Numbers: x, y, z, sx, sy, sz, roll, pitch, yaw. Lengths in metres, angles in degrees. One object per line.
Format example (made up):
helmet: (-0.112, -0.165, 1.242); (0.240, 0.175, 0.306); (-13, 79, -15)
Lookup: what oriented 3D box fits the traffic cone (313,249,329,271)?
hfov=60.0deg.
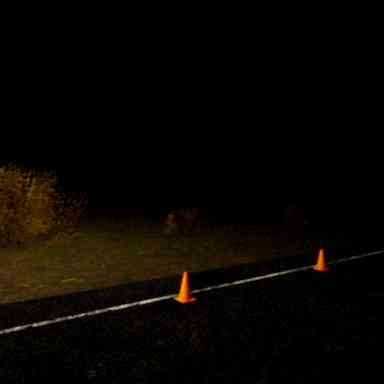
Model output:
traffic cone: (3.889, 2.018, 9.976); (0.340, 0.580, 0.340); (0, 0, -36)

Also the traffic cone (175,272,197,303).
traffic cone: (-0.131, 1.986, 7.043); (0.340, 0.580, 0.340); (0, 0, -36)
